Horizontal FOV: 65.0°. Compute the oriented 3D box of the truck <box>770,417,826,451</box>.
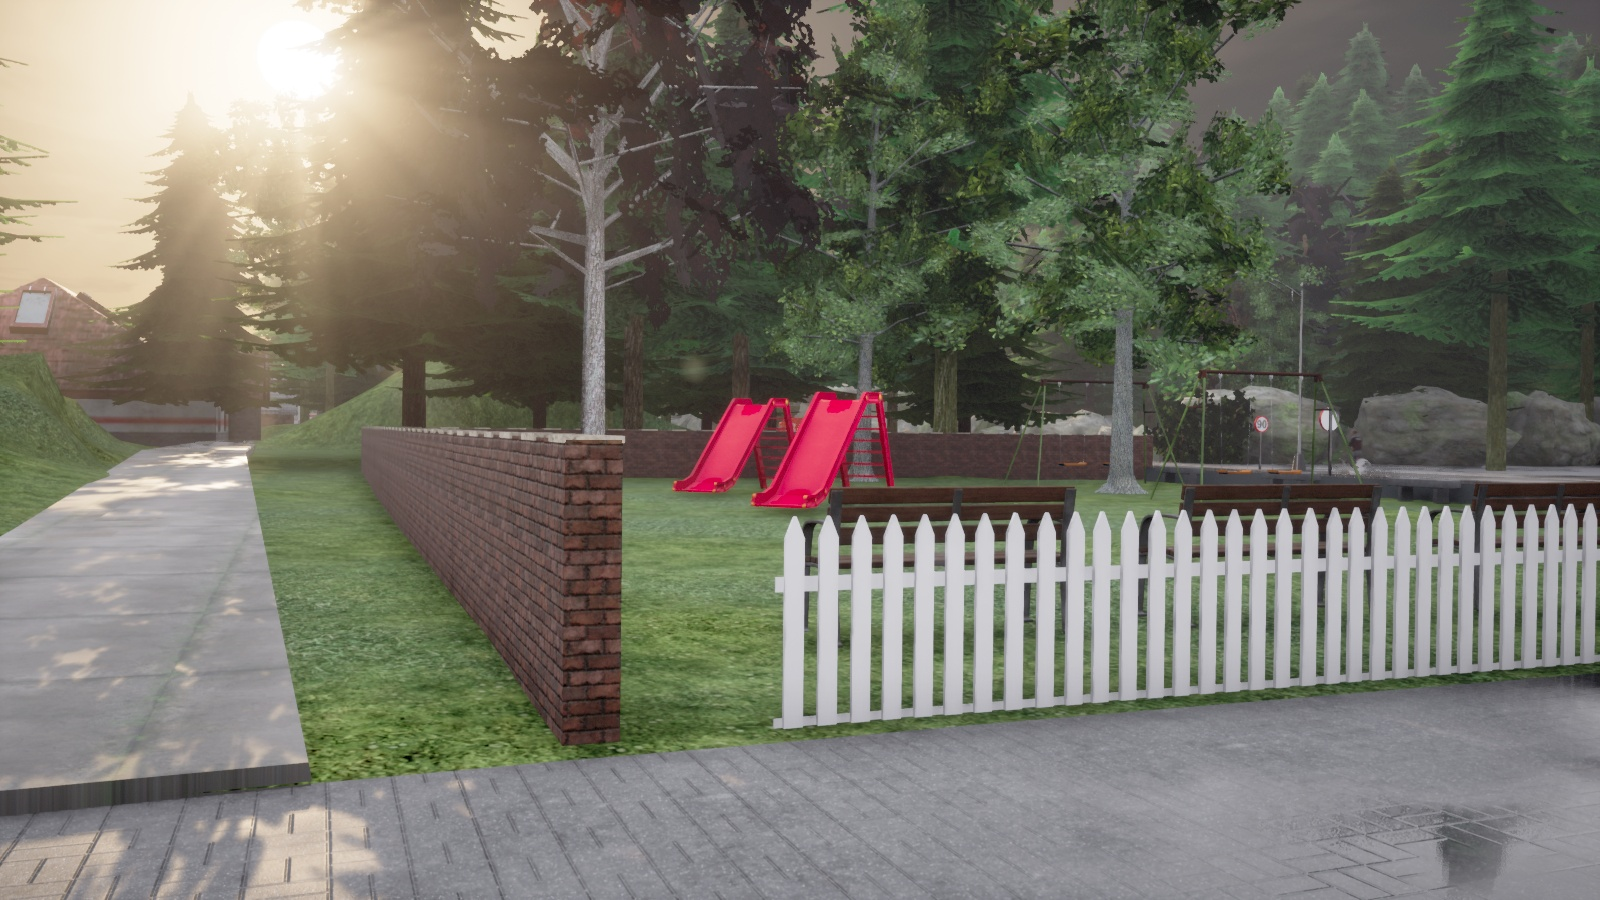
[{"bbox_3d":[-0.194,-1.241,95.476,2.627,2.467,5.204,-1,1,-21],"label":"truck"}]

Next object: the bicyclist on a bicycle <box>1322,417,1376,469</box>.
[{"bbox_3d":[19.335,-0.260,44.272,0.659,1.776,1.843,-1,1,-21],"label":"bicyclist on a bicycle"}]
